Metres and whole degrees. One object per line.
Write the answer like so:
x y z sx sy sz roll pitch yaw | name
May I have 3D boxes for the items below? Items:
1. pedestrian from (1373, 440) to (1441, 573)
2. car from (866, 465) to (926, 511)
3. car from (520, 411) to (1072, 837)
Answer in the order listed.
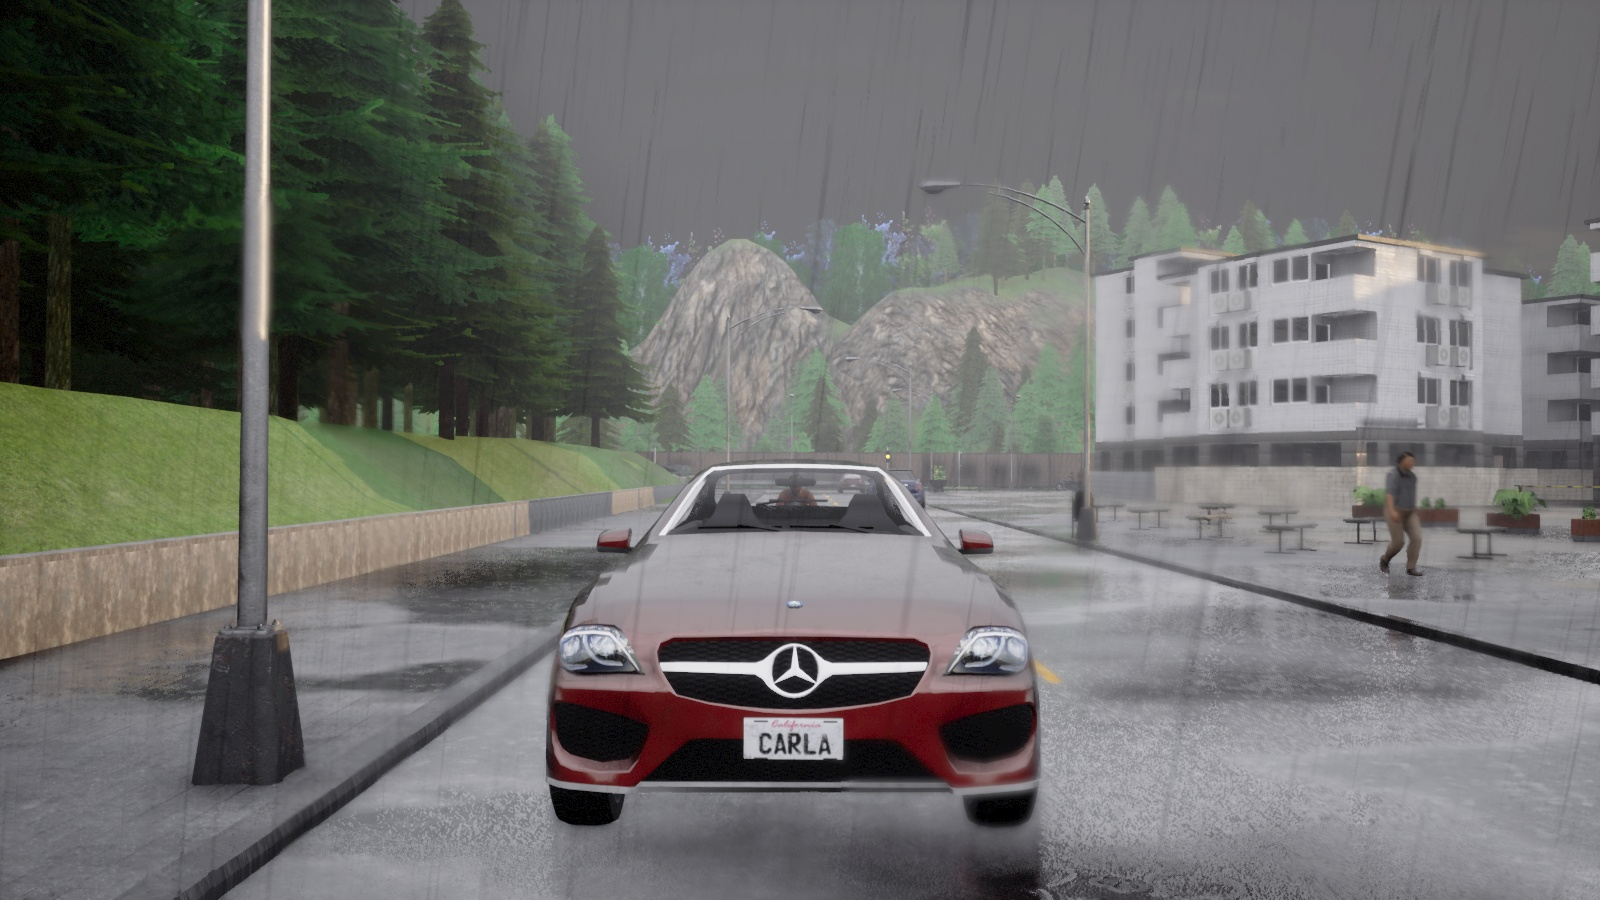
8.626 0.789 17.868 0.540 1.848 0.694 0 -1 -10 | pedestrian
3.854 1.515 51.178 2.097 1.767 4.553 0 -1 0 | car
-0.022 0.718 7.419 2.152 1.651 5.027 0 -1 0 | car
